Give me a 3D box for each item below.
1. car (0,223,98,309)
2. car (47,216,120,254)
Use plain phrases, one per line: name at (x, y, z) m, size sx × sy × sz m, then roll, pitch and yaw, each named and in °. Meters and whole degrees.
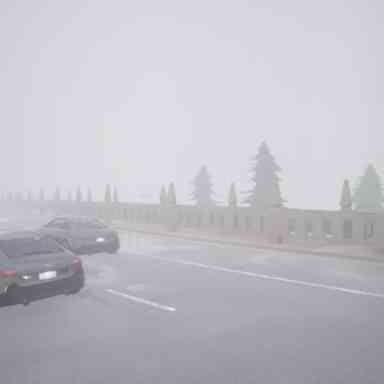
car at (-4.317, 1.586, 7.774) m, size 4.181 × 1.385 × 1.994 m, roll 0°, pitch 0°, yaw 41°
car at (-4.590, 1.603, 12.745) m, size 4.181 × 1.385 × 1.994 m, roll 0°, pitch 0°, yaw 43°
